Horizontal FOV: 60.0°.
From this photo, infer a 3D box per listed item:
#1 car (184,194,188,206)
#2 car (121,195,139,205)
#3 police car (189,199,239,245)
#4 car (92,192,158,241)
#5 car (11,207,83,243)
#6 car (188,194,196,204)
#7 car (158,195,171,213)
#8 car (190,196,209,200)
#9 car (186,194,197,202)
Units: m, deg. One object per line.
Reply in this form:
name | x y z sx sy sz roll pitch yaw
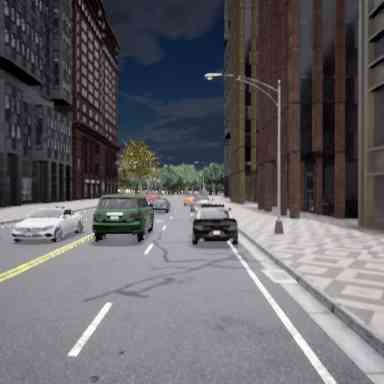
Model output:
car | -0.121 1.105 49.679 2.097 1.767 4.553 0 0 0
car | -9.963 1.209 53.863 1.882 1.535 5.008 0 0 0
police car | 0.940 1.349 15.345 1.930 1.638 5.238 0 0 0
car | -3.186 1.140 16.333 2.150 2.045 5.566 0 0 0
car | -6.636 1.447 15.824 1.812 1.442 4.674 0 0 0
car | 0.900 1.197 31.205 2.097 1.767 4.553 0 0 0
car | -3.231 1.376 34.454 2.033 1.411 5.357 0 0 0
car | 0.915 1.330 25.425 1.801 1.575 5.366 0 0 0
car | -0.162 1.221 65.586 2.033 1.411 5.357 0 0 0
